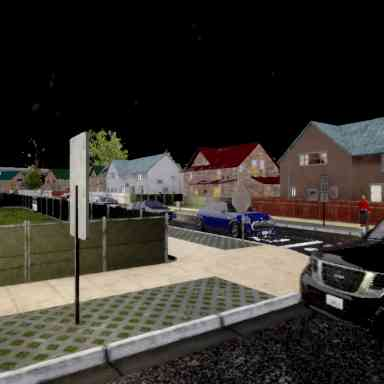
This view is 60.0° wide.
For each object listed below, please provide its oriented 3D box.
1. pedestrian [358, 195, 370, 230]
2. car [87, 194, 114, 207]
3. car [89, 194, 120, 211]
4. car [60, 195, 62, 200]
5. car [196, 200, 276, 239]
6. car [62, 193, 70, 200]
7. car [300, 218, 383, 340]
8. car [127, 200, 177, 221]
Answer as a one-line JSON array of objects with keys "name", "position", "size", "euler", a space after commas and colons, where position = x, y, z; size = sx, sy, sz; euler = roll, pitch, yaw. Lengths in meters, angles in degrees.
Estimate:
[{"name": "pedestrian", "position": [8.954, 1.053, 17.423], "size": [0.375, 1.860, 0.375], "euler": [1, 0, -34]}, {"name": "car", "position": [-11.839, 1.054, 42.916], "size": [1.882, 1.535, 5.008], "euler": [0, 1, -34]}, {"name": "car", "position": [-8.711, 1.177, 33.044], "size": [2.128, 1.511, 4.902], "euler": [0, 1, -34]}, {"name": "car", "position": [-20.858, 0.881, 56.192], "size": [1.882, 1.535, 5.008], "euler": [0, 1, -34]}, {"name": "car", "position": [2.110, 1.237, 16.933], "size": [2.097, 1.767, 4.553], "euler": [0, 1, -32]}, {"name": "car", "position": [-14.313, 1.143, 41.349], "size": [1.994, 1.385, 4.181], "euler": [0, 1, -34]}, {"name": "car", "position": [4.599, 1.217, 5.839], "size": [5.566, 2.045, 2.150], "euler": [0, -1, -22]}, {"name": "car", "position": [-3.189, 1.335, 24.886], "size": [2.033, 1.411, 5.357], "euler": [0, 1, -34]}]
